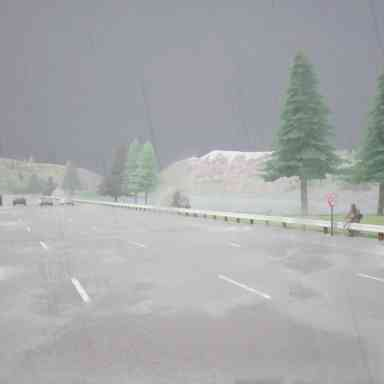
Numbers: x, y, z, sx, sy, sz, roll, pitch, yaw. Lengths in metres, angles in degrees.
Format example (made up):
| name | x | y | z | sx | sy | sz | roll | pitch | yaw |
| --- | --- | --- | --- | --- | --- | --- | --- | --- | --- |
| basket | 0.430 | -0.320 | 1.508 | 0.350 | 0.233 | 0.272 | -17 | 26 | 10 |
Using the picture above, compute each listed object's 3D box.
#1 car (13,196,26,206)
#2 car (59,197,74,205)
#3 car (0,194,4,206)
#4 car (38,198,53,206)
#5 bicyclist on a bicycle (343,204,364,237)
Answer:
| name | x | y | z | sx | sy | sz | roll | pitch | yaw |
| --- | --- | --- | --- | --- | --- | --- | --- | --- | --- |
| car | -29.355 | 1.491 | 56.549 | 2.128 | 1.511 | 4.902 | 0 | 0 | -31 |
| car | -21.663 | 1.526 | 57.301 | 1.812 | 1.442 | 4.674 | 0 | 0 | -30 |
| car | -32.004 | 1.221 | 54.156 | 2.150 | 2.045 | 5.566 | 0 | 0 | -31 |
| car | -24.036 | 1.601 | 54.446 | 1.895 | 1.301 | 4.718 | 0 | 0 | -31 |
| bicyclist on a bicycle | 8.097 | 1.437 | 16.590 | 1.656 | 1.620 | 0.582 | 5 | -2 | -30 |
